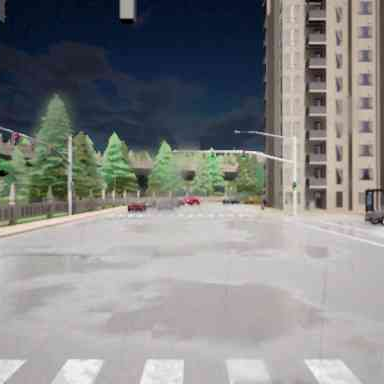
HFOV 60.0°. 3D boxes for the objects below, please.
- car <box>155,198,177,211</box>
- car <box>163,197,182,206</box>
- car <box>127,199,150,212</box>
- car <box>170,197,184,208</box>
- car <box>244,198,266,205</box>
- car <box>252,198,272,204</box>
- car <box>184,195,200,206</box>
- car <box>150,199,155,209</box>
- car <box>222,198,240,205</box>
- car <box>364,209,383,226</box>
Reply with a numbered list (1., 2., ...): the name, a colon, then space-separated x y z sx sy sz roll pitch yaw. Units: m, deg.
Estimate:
1. car: -3.498 1.877 45.451 1.994 1.385 4.181 0 0 1
2. car: -3.816 1.811 66.734 2.097 1.767 4.553 0 0 22
3. car: -7.046 1.897 42.963 1.895 1.301 4.718 0 0 1
4. car: -3.041 1.945 55.286 1.994 1.385 4.181 0 0 6
5. car: 13.572 1.980 72.889 5.008 1.535 1.882 0 0 -37
6. car: 16.658 2.096 78.936 4.181 1.385 1.994 0 0 -24
7. car: -0.306 1.679 66.090 2.150 2.045 5.566 0 -1 25
8. car: -6.740 1.849 52.085 2.128 1.511 4.902 0 0 4
9. car: 8.559 2.027 73.079 4.674 1.442 1.812 0 -1 -42
10. car: 15.372 1.730 24.572 4.892 1.490 1.837 0 0 0
